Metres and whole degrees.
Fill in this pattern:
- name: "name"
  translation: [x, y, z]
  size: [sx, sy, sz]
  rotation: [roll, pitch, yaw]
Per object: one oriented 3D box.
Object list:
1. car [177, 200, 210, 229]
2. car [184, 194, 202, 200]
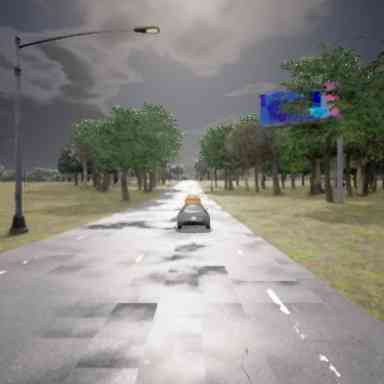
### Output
- name: "car"
  translation: [0.099, 1.419, 20.800]
  size: [1.994, 1.385, 4.181]
  rotation: [0, 1, 0]
- name: "car"
  translation: [0.098, 0.950, 38.708]
  size: [1.882, 1.535, 5.008]
  rotation: [0, 1, 0]
